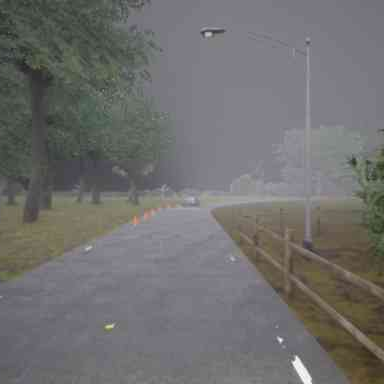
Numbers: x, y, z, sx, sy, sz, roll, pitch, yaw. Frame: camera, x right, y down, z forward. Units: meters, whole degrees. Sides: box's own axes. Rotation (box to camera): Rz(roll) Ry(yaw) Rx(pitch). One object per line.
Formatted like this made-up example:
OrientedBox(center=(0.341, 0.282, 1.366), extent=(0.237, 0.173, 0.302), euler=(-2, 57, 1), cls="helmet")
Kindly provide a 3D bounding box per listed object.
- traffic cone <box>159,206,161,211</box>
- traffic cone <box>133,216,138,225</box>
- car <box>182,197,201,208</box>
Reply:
OrientedBox(center=(-3.661, 1.902, 37.692), extent=(0.340, 0.580, 0.340), euler=(0, 0, 4), cls="traffic cone")
OrientedBox(center=(-3.843, 1.940, 22.510), extent=(0.340, 0.580, 0.340), euler=(0, 0, 0), cls="traffic cone")
OrientedBox(center=(-0.086, 1.433, 46.995), extent=(1.812, 1.442, 4.674), euler=(0, 0, 14), cls="car")
